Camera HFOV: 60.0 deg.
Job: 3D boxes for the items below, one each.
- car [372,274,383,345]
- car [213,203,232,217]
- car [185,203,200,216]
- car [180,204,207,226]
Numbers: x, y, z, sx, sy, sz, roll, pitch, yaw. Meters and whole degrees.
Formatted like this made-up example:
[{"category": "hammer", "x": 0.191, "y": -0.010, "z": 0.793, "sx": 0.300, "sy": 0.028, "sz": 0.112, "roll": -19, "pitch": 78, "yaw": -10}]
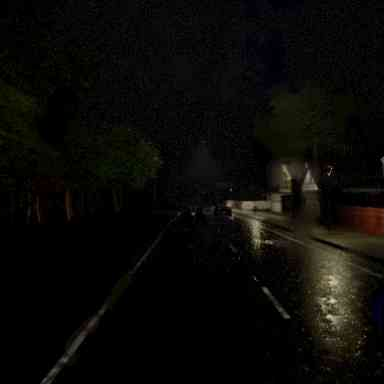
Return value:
[{"category": "car", "x": 3.601, "y": 1.242, "z": 2.304, "sx": 2.150, "sy": 2.045, "sz": 5.566, "roll": 0, "pitch": -1, "yaw": 0}, {"category": "car", "x": 3.603, "y": 2.103, "z": 39.689, "sx": 2.128, "sy": 1.511, "sz": 4.902, "roll": 0, "pitch": -1, "yaw": 0}, {"category": "car", "x": 0.091, "y": 2.177, "z": 41.599, "sx": 1.812, "sy": 1.442, "sz": 4.674, "roll": 0, "pitch": -1, "yaw": 0}, {"category": "car", "x": 0.098, "y": 1.728, "z": 27.077, "sx": 2.097, "sy": 1.767, "sz": 4.553, "roll": 0, "pitch": -1, "yaw": 0}]
